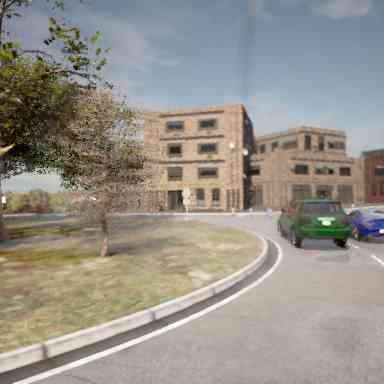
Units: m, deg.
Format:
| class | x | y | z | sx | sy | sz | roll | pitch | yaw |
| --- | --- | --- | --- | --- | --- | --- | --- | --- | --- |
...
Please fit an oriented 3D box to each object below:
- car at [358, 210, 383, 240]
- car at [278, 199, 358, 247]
| class | x | y | z | sx | sy | sz | roll | pitch | yaw |
| --- | --- | --- | --- | --- | --- | --- | --- | --- | --- |
| car | 9.138 | 1.653 | 17.440 | 1.812 | 1.442 | 4.674 | -1 | -1 | 10 |
| car | 5.625 | 1.360 | 15.998 | 2.150 | 2.045 | 5.566 | 0 | -1 | 5 |
